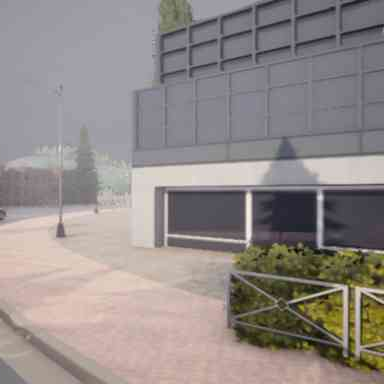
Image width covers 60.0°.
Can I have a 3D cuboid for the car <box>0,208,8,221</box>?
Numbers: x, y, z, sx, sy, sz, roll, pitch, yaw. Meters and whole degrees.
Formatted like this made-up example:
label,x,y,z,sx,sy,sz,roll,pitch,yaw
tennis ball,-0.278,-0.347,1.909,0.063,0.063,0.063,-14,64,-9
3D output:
label,x,y,z,sx,sy,sz,roll,pitch,yaw
car,-15.974,1.630,25.772,2.128,1.511,4.902,0,0,-10
